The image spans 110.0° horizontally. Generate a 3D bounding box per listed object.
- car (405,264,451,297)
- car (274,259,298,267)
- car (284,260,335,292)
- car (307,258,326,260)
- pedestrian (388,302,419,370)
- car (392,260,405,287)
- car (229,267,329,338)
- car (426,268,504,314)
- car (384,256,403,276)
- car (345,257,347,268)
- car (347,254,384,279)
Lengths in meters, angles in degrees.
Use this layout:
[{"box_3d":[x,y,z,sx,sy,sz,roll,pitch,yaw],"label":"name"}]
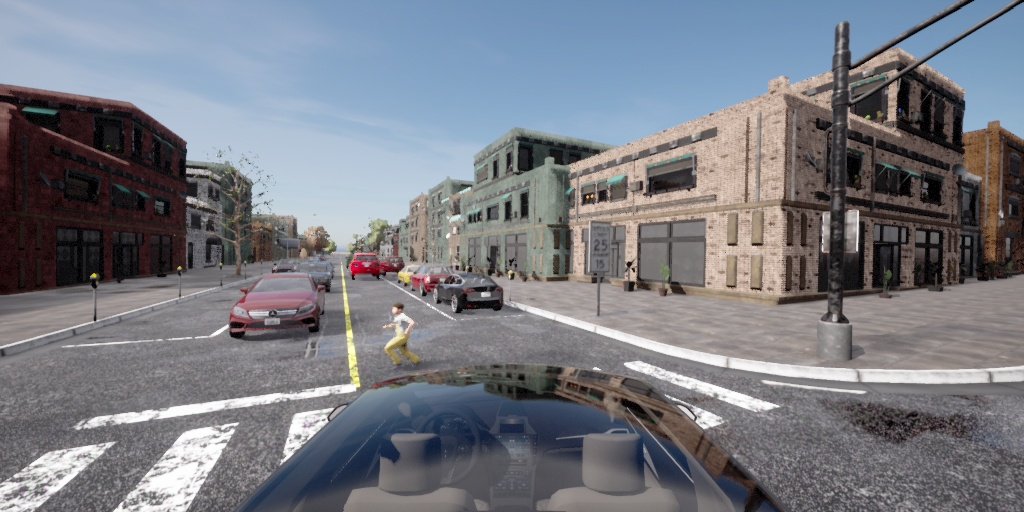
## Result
[{"box_3d":[-4.166,1.154,18.900,1.967,1.591,4.097,0,0,-26],"label":"car"},{"box_3d":[-18.912,0.954,30.291,1.967,1.591,4.097,0,0,-26],"label":"car"},{"box_3d":[-10.946,1.133,19.668,1.837,1.490,4.892,1,0,-26],"label":"car"},{"box_3d":[-15.534,1.105,29.266,2.033,1.411,5.357,1,0,-25],"label":"car"},{"box_3d":[-1.896,1.335,6.251,0.375,1.300,0.375,0,1,-26],"label":"pedestrian"},{"box_3d":[-6.636,1.203,24.058,1.751,1.417,4.829,0,0,-26],"label":"car"},{"box_3d":[-6.457,1.224,10.281,1.812,1.442,4.674,1,0,-25],"label":"car"},{"box_3d":[-1.770,1.317,13.896,1.948,1.339,4.313,0,0,-26],"label":"car"},{"box_3d":[-11.355,0.918,33.912,2.192,1.841,5.009,0,0,-26],"label":"car"},{"box_3d":[-21.598,0.674,49.319,2.150,2.045,5.566,1,0,-26],"label":"car"},{"box_3d":[-12.382,0.817,30.078,2.150,2.045,5.566,1,0,-26],"label":"car"}]
